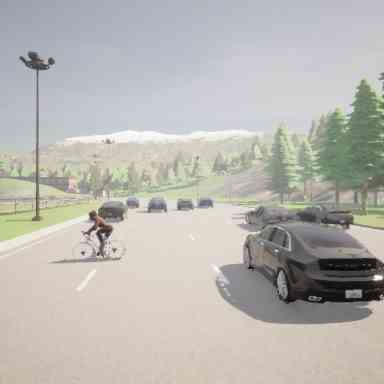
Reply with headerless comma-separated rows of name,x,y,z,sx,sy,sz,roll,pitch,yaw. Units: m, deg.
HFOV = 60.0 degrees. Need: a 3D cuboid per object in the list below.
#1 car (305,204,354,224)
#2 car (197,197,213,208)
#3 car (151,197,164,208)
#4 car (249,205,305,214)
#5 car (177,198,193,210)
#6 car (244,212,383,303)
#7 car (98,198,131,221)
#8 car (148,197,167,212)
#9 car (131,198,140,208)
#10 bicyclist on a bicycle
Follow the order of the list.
car,8.361,1.492,21.407,2.128,1.511,4.902,0,0,-6
car,1.905,1.478,49.232,1.882,1.535,5.008,0,0,-6
car,-5.002,1.526,47.902,1.812,1.442,4.674,0,0,-7
car,4.886,1.547,21.107,2.033,1.411,5.357,0,0,-6
car,-0.970,1.492,43.191,2.128,1.511,4.902,0,0,-6
car,2.622,1.507,8.223,1.837,1.490,4.892,0,1,-5
car,-6.288,1.477,26.923,1.882,1.535,5.008,0,0,-6
car,-3.947,1.352,38.021,2.097,1.767,4.553,0,0,-6
car,-8.460,1.526,47.395,1.812,1.442,4.674,0,0,-6
bicyclist on a bicycle,-3.020,1.455,10.755,1.656,1.620,0.582,-2,1,-15
